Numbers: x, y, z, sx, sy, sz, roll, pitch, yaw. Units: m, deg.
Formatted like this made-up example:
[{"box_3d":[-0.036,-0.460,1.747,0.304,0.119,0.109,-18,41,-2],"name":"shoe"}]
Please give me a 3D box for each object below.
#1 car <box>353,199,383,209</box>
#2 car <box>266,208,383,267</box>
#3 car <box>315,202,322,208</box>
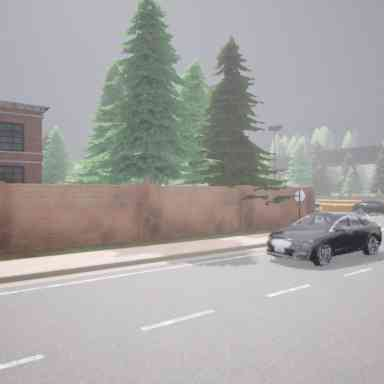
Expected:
[{"box_3d":[18.429,1.505,32.664,1.837,1.490,4.892,0,0,-35],"name":"car"},{"box_3d":[4.679,1.491,11.553,4.902,1.511,2.128,0,0,-35],"name":"car"},{"box_3d":[9.912,1.222,32.601,2.150,2.045,5.566,0,0,-35],"name":"car"}]
